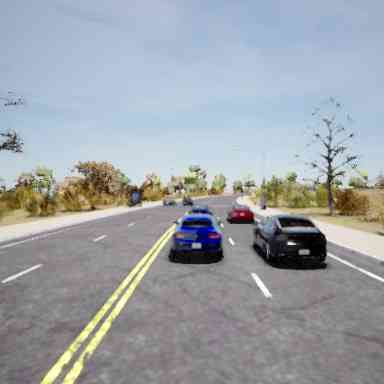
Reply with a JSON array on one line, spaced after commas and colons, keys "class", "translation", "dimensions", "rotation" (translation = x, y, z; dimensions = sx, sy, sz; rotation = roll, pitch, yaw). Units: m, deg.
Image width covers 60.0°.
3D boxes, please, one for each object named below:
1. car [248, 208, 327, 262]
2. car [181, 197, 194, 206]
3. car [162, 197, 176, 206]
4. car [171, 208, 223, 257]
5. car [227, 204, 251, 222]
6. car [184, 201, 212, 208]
[{"class": "car", "translation": [3.458, 1.565, 12.442], "dimensions": [1.837, 1.490, 4.892], "rotation": [0, 0, 2]}, {"class": "car", "translation": [-0.711, 1.702, 58.041], "dimensions": [1.837, 1.490, 4.892], "rotation": [0, 0, 5]}, {"class": "car", "translation": [-3.942, 1.693, 58.387], "dimensions": [2.128, 1.511, 4.902], "rotation": [0, 0, 5]}, {"class": "car", "translation": [0.228, 1.587, 13.131], "dimensions": [1.812, 1.442, 4.674], "rotation": [0, 0, 2]}, {"class": "car", "translation": [3.931, 1.678, 27.287], "dimensions": [1.994, 1.385, 4.181], "rotation": [0, 0, 3]}, {"class": "car", "translation": [0.701, 1.680, 27.702], "dimensions": [1.994, 1.385, 4.181], "rotation": [0, 0, 3]}]
